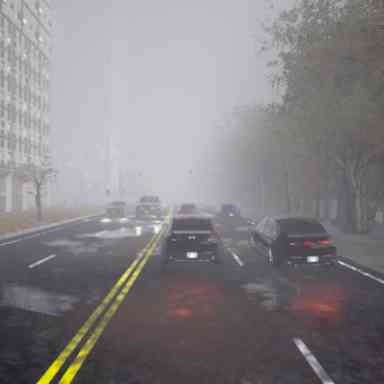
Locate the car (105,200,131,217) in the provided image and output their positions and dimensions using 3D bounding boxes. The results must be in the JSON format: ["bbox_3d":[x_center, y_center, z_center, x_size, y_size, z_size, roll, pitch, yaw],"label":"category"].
[{"bbox_3d":[-7.231,1.579,32.806,1.882,1.535,5.008,0,0,-2],"label":"car"}]

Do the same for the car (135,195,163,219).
[{"bbox_3d":[-3.903,1.316,30.760,2.150,2.045,5.566,0,0,-2],"label":"car"}]

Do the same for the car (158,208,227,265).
[{"bbox_3d":[-0.017,1.539,11.772,1.837,1.490,4.892,0,0,-1],"label":"car"}]

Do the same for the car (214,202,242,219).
[{"bbox_3d":[2.877,1.558,27.523,1.812,1.442,4.674,-5,0,-2],"label":"car"}]

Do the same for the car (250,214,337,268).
[{"bbox_3d":[3.241,1.510,11.442,1.837,1.490,4.892,-3,2,-1],"label":"car"}]

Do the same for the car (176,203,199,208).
[{"bbox_3d":[-0.366,1.607,27.599,1.812,1.442,4.674,0,0,-2],"label":"car"}]
